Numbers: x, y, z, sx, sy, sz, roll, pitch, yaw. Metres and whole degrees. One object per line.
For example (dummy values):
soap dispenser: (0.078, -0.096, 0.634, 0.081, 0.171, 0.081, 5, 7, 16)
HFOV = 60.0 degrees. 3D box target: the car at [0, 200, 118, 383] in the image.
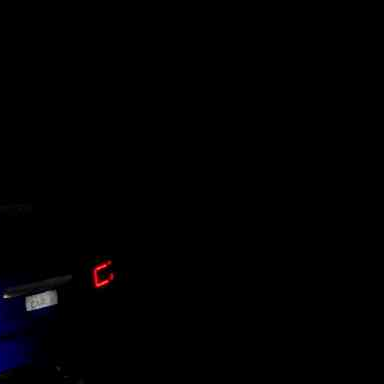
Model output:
car: (-3.335, 1.161, 5.238, 2.150, 2.045, 5.566, -3, 2, -44)
